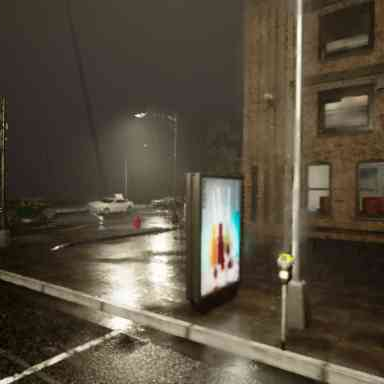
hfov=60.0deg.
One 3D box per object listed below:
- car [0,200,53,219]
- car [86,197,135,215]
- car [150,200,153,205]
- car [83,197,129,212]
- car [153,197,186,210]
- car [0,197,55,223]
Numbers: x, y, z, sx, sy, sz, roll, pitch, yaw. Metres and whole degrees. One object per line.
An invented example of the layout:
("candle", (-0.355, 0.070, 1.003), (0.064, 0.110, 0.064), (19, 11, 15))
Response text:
("car", (-14.398, 1.408, 27.912), (1.895, 1.301, 4.718), (1, 1, 33))
("car", (-7.529, 1.333, 31.838), (1.812, 1.442, 4.674), (1, 1, 36))
("car", (-3.197, 1.294, 43.333), (1.895, 1.301, 4.718), (1, 1, 36))
("car", (-9.031, 1.277, 35.308), (1.812, 1.442, 4.674), (1, 1, 36))
("car", (-1.820, 1.297, 39.713), (2.033, 1.411, 5.357), (1, 1, 35))
("car", (-12.655, 1.213, 24.702), (2.097, 1.767, 4.553), (1, 1, 35))
